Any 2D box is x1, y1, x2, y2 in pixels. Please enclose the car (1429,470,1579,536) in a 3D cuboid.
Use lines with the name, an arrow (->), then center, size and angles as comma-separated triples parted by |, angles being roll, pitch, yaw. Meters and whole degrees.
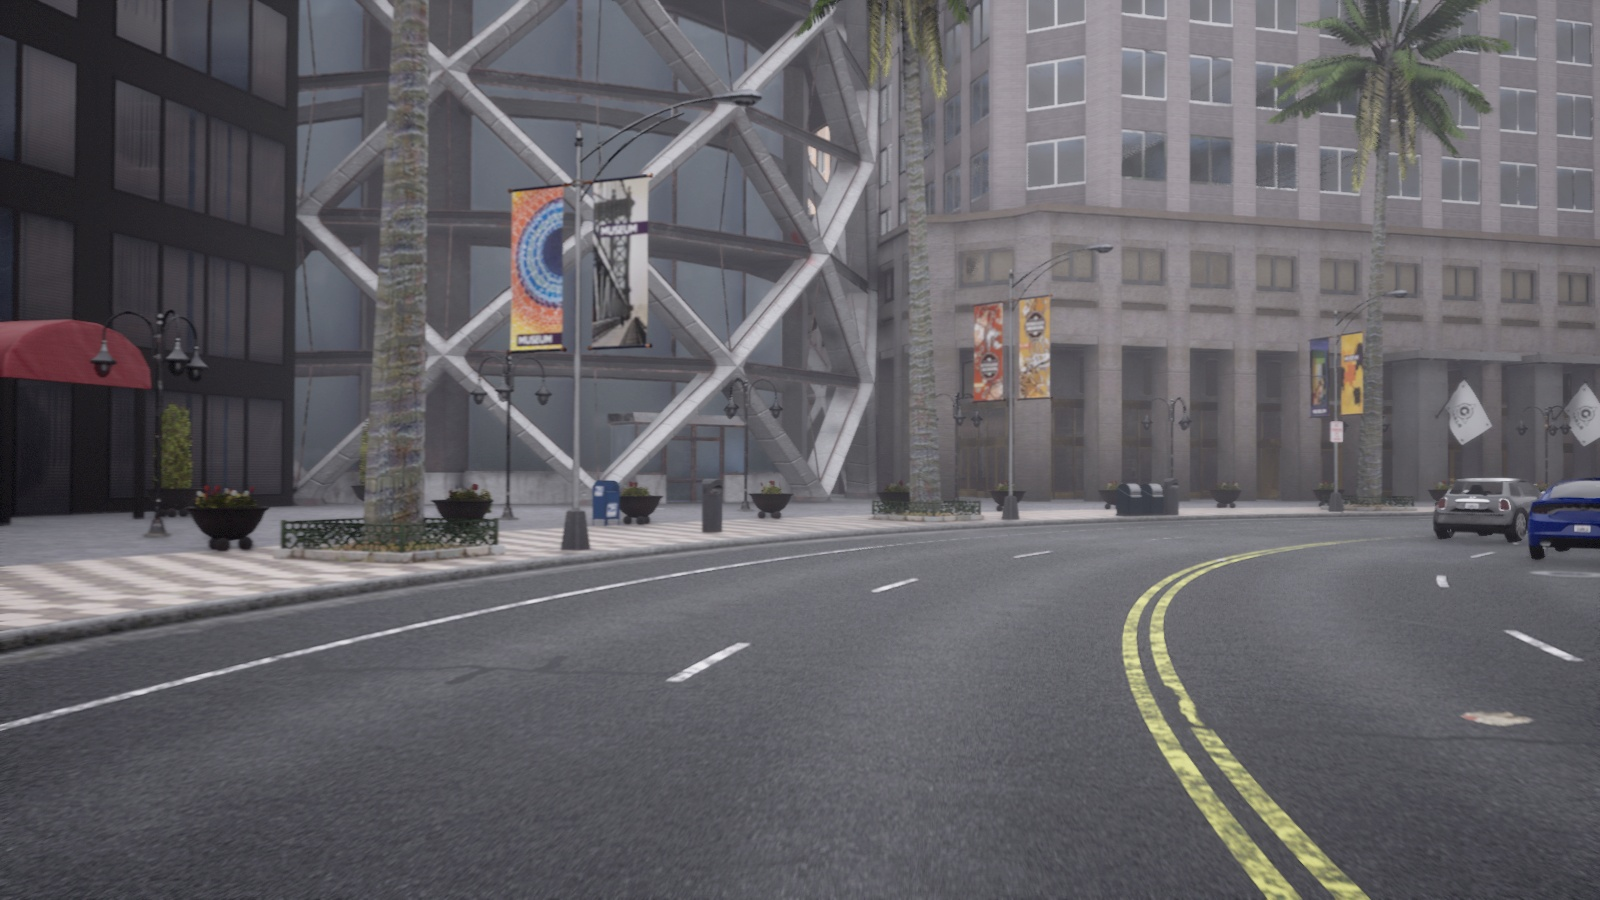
car -> 17.130, 1.236, 30.516 | 3.806, 1.475, 1.970 | 1, -1, -40

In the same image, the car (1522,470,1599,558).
car -> 15.386, 1.146, 24.098 | 1.882, 1.535, 5.008 | -1, -1, 39
